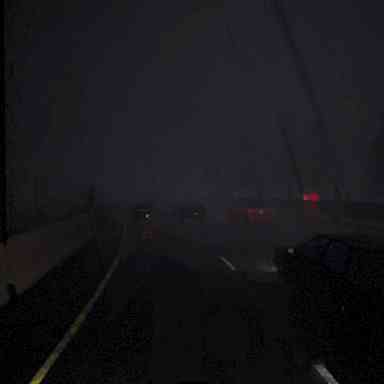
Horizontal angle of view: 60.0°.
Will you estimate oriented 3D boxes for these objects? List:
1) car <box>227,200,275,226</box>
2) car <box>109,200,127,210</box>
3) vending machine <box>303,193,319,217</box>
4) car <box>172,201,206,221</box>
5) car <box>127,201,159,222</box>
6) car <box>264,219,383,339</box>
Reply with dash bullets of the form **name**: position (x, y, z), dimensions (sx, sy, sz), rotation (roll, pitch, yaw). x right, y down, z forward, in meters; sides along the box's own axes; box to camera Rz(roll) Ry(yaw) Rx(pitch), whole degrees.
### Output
- **car**: position (4.050, 1.324, 23.726), dimensions (2.097, 1.767, 4.553), rotation (0, 0, -13)
- **car**: position (-9.352, 1.596, 41.999), dimensions (1.895, 1.301, 4.718), rotation (0, 0, -22)
- **vending machine**: position (10.706, 1.146, 29.937), dimensions (1.100, 2.100, 0.880), rotation (0, 0, -15)
- **car**: position (-0.329, 1.459, 26.908), dimensions (1.882, 1.535, 5.008), rotation (0, 0, -15)
- **car**: position (-3.848, 1.495, 26.455), dimensions (1.837, 1.490, 4.892), rotation (0, 0, -15)
- **car**: position (3.237, 1.534, 6.560), dimensions (2.033, 1.411, 5.357), rotation (0, 0, -4)
